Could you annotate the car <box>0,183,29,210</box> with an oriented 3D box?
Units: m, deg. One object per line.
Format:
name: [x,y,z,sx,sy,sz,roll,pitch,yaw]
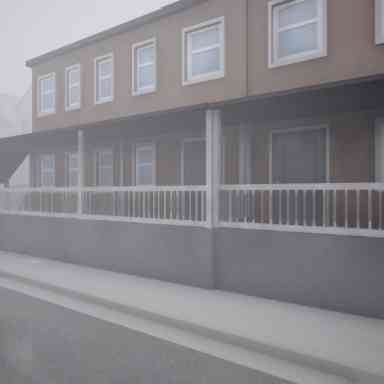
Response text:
car: [-15.190,0.738,27.231,2.150,2.045,5.566,0,14,34]
